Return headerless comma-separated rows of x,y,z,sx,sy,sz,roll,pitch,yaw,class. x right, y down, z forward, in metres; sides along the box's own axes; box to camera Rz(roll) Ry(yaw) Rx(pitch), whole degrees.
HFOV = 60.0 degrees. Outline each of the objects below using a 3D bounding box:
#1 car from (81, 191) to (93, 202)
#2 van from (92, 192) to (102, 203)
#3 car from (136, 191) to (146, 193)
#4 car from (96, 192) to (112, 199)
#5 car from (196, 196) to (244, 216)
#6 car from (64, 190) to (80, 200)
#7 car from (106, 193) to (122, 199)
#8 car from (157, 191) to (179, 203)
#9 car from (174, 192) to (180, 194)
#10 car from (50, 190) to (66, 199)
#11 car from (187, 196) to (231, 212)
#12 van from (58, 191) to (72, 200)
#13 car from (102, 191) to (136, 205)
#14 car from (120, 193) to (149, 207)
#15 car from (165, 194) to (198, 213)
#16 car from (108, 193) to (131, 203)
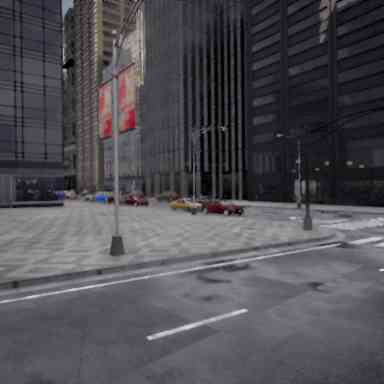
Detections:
-17.071,1.052,56.820,2.008,1.369,4.403,0,1,-36,car
-13.780,0.895,52.256,1.690,1.788,3.998,0,1,-36,van
-10.156,0.685,61.802,2.192,1.841,5.009,0,1,-36,car
-20.030,0.747,75.487,1.887,1.381,4.507,0,1,-36,car
2.678,1.340,29.452,1.887,1.381,4.507,-1,1,-36,car
-23.654,0.830,65.941,1.967,1.590,4.097,0,1,-36,car
-16.738,0.841,70.927,1.802,1.307,4.206,0,1,-36,car
-3.574,0.790,52.681,2.192,1.841,5.009,0,1,-36,car
-0.282,1.090,48.122,1.947,1.339,4.313,0,1,-36,car
-30.236,0.591,75.061,2.192,1.841,5.009,0,1,-36,car
1.723,1.201,35.479,2.128,1.511,4.902,-1,1,-36,car
-26.945,0.674,70.500,1.690,1.788,3.998,0,1,-36,van
-10.488,0.921,47.695,2.192,1.841,5.009,0,1,-36,car
-7.197,1.200,43.136,1.887,1.381,4.507,0,1,-36,car
-0.515,1.277,33.875,1.752,1.417,4.829,-1,1,-36,car
-11.904,1.011,54.494,1.837,1.490,4.892,-1,1,-35,car
